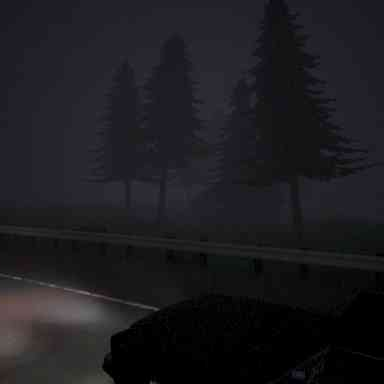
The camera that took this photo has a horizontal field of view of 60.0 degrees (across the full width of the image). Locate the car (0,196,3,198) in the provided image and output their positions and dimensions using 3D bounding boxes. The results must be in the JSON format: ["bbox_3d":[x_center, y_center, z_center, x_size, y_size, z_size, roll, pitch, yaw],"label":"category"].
[{"bbox_3d":[-39.108,1.524,68.287,1.812,1.442,4.674,0,0,10],"label":"car"}]

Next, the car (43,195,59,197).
[{"bbox_3d":[-34.713,1.535,83.685,2.033,1.411,5.357,0,0,-1],"label":"car"}]

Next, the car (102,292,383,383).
[{"bbox_3d":[1.441,1.601,2.740,4.718,1.301,1.895,0,0,35],"label":"car"}]

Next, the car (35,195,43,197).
[{"bbox_3d":[-38.176,1.523,82.947,2.128,1.511,4.902,0,0,-1],"label":"car"}]

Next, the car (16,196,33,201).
[{"bbox_3d":[-41.684,1.594,83.012,1.895,1.301,4.718,0,0,-1],"label":"car"}]

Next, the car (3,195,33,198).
[{"bbox_3d":[-35.564,1.525,68.340,2.128,1.511,4.902,0,0,10],"label":"car"}]

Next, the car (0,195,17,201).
[{"bbox_3d":[-45.121,1.499,81.795,1.994,1.385,4.181,0,0,-1],"label":"car"}]
